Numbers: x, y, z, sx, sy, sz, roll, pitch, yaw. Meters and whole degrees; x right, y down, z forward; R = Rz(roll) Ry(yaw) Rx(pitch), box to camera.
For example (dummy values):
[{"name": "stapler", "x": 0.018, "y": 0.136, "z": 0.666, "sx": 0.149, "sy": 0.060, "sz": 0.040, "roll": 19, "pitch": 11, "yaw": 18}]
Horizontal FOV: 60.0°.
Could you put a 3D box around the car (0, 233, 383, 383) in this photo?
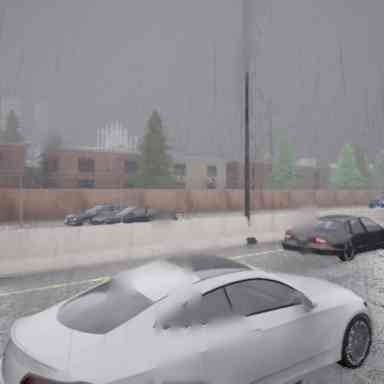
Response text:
[{"name": "car", "x": 0.324, "y": 1.528, "z": 4.040, "sx": 4.674, "sy": 1.442, "sz": 1.812, "roll": 0, "pitch": 0, "yaw": -35}]

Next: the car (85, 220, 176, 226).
[{"name": "car", "x": -3.199, "y": 1.497, "z": 18.957, "sx": 5.008, "sy": 1.535, "sz": 1.882, "roll": 0, "pitch": 0, "yaw": -36}]

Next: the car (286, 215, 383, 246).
[{"name": "car", "x": 5.581, "y": 1.540, "z": 12.101, "sx": 5.357, "sy": 1.411, "sz": 2.033, "roll": 0, "pitch": 0, "yaw": -36}]
